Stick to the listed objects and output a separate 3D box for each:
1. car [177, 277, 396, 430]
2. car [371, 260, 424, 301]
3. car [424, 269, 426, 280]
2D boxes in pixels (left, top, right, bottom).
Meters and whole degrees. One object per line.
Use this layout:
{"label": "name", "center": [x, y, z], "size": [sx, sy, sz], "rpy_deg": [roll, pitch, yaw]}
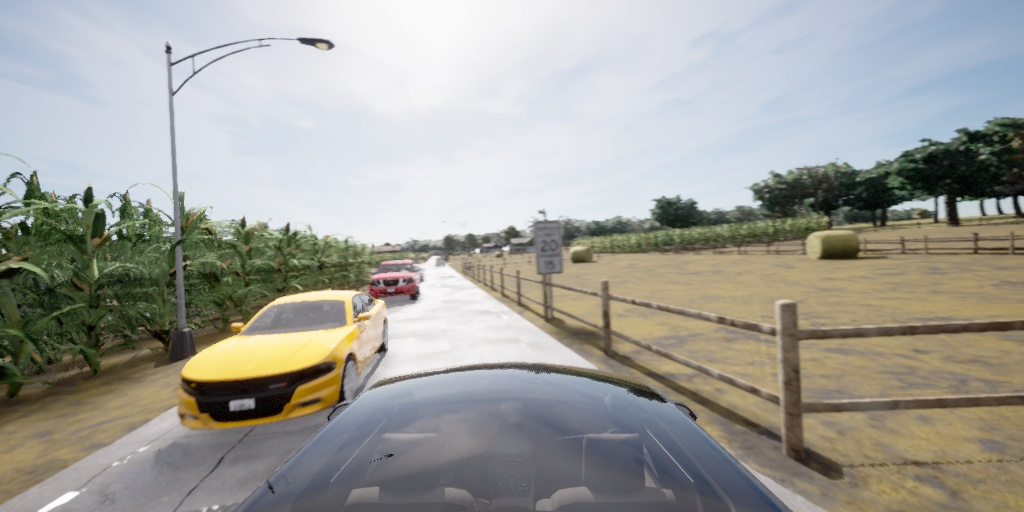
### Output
{"label": "car", "center": [-3.484, 1.397, 6.451], "size": [1.882, 1.535, 5.008], "rpy_deg": [-3, 0, -11]}
{"label": "car", "center": [-6.171, 1.263, 19.388], "size": [2.150, 2.045, 5.566], "rpy_deg": [-3, 0, -11]}
{"label": "car", "center": [-9.019, 1.632, 33.117], "size": [1.837, 1.490, 4.892], "rpy_deg": [-3, 1, -12]}
